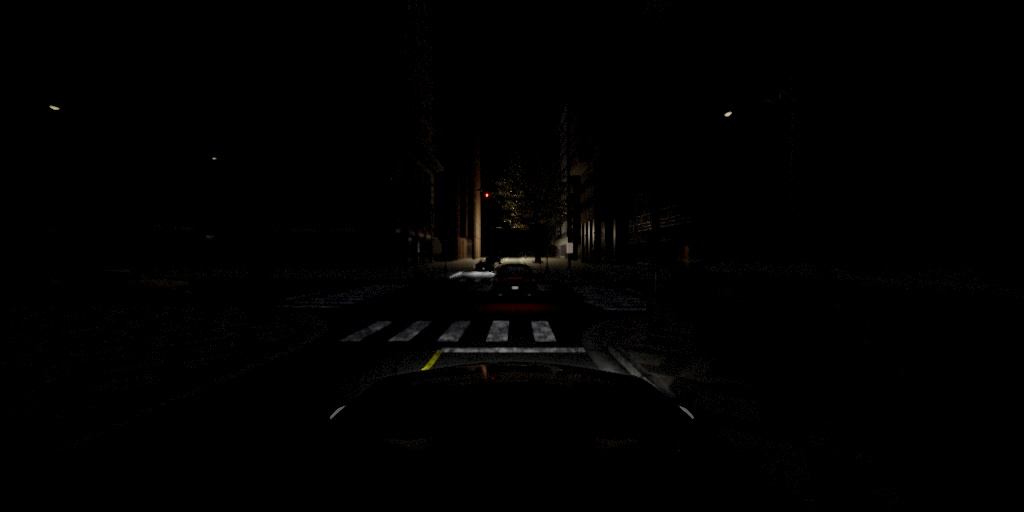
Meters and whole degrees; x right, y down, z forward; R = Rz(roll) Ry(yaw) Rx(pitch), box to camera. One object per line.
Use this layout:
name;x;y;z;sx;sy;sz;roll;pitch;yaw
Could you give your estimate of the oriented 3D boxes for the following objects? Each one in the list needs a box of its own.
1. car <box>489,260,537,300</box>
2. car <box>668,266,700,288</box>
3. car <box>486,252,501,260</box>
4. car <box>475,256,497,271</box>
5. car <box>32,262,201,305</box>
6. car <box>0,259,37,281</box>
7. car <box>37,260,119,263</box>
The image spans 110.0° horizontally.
car;0.138;1.118;16.956;1.882;1.535;5.008;0;0;0
car;11.988;1.243;22.151;4.403;1.370;2.007;0;0;1
car;-2.889;0.359;57.602;2.150;2.045;5.566;0;1;1
car;-2.977;0.988;39.832;1.895;1.301;4.718;0;1;0
car;-14.902;1.068;13.867;4.829;1.417;1.751;0;0;1
car;-31.862;0.840;22.545;4.507;1.381;1.888;0;0;1
car;-26.245;0.931;22.495;4.313;1.339;1.948;0;0;1
